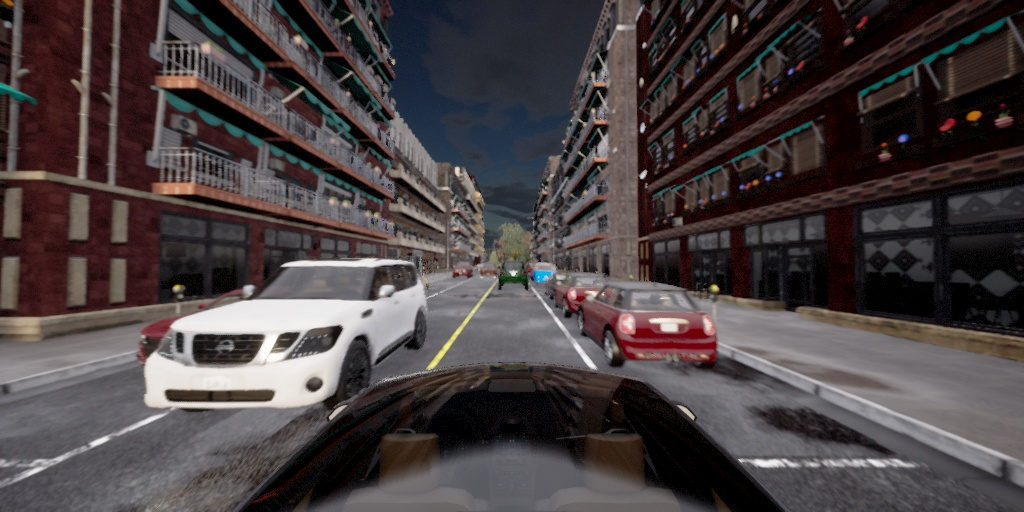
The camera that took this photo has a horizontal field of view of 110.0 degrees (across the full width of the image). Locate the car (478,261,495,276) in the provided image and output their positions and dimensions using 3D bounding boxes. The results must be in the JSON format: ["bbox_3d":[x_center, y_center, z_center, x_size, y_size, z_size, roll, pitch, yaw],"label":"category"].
[{"bbox_3d":[-3.046,1.739,47.749,2.097,1.767,4.553,0,-1,0],"label":"car"}]

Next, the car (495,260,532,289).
[{"bbox_3d":[0.097,1.318,26.696,2.150,2.045,5.566,0,0,0],"label":"car"}]

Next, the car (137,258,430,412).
[{"bbox_3d":[-3.099,1.041,6.537,2.150,2.045,5.566,0,-1,0],"label":"car"}]

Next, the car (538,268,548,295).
[{"bbox_3d":[2.691,1.543,19.412,2.007,1.370,4.403,0,0,0],"label":"car"}]

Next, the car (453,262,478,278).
[{"bbox_3d":[-5.690,1.623,42.097,2.192,1.841,5.009,0,0,0],"label":"car"}]

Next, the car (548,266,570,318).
[{"bbox_3d":[2.691,1.354,13.751,1.967,1.591,4.097,0,0,0],"label":"car"}]

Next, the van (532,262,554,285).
[{"bbox_3d":[2.691,1.490,30.735,1.690,1.789,3.998,0,0,0],"label":"van"}]

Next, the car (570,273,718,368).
[{"bbox_3d":[2.692,1.277,8.091,1.967,1.591,4.097,0,0,0],"label":"car"}]
